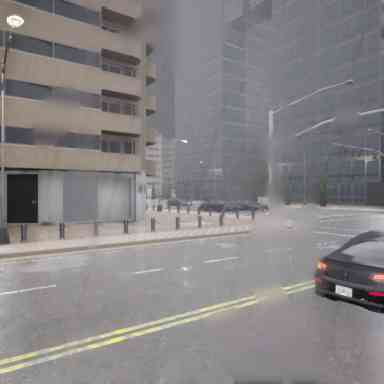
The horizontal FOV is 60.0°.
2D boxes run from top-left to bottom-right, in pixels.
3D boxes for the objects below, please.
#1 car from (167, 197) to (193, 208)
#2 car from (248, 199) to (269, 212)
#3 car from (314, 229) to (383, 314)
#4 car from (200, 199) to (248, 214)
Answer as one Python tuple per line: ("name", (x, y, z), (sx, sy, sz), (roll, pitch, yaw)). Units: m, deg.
("car", (-1.799, 1.437, 47.900), (2.128, 1.511, 4.902), (0, 0, -35))
("car", (6.021, 1.492, 36.822), (2.033, 1.411, 5.357), (0, 0, -36))
("car", (4.474, 1.526, 7.004), (4.674, 1.442, 1.812), (0, 0, -35))
("car", (2.978, 1.492, 35.067), (2.033, 1.411, 5.357), (0, 0, -36))
